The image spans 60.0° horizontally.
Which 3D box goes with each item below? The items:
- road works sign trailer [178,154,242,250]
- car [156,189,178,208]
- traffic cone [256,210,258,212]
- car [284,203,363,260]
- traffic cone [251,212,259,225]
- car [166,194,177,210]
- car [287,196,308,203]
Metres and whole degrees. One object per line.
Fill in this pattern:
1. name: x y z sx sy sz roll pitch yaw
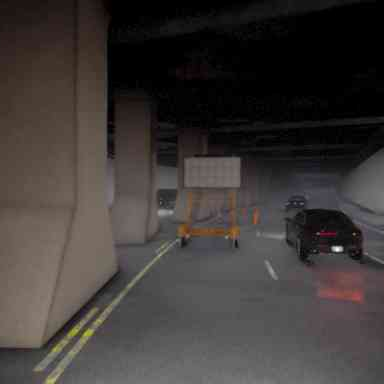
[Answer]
1. road works sign trailer: 0.833 0.272 13.571 2.380 3.560 2.880 1 1 12
2. car: -3.169 0.659 37.259 2.150 2.045 5.566 1 1 22
3. traffic cone: 4.205 1.663 22.064 0.340 0.580 0.340 1 1 12
4. car: 4.539 1.360 11.995 1.837 1.490 4.892 0 1 8
5. traffic cone: 3.776 1.688 20.110 0.340 0.580 0.340 1 1 12
6. car: -0.580 1.099 34.270 1.895 1.301 4.718 1 1 21
7. car: 10.645 1.132 33.582 2.033 1.411 5.357 1 1 22
